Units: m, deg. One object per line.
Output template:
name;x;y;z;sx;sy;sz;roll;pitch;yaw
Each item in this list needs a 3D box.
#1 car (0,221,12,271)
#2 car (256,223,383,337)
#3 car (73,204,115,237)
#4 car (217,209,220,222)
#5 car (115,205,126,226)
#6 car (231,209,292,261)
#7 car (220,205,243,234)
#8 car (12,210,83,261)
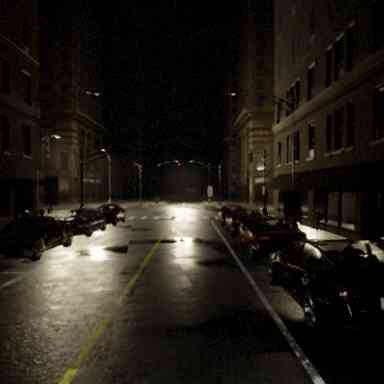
car;-5.774;1.437;6.638;1.967;1.590;4.097;-1;0;0
car;2.753;1.563;6.636;1.947;1.339;4.313;-1;0;0
car;-5.769;1.543;17.648;2.008;1.369;4.403;-1;0;0
car;2.757;1.535;23.151;1.887;1.381;4.507;-1;0;0
car;-5.768;1.535;23.154;1.887;1.381;4.507;-1;0;0
car;2.754;1.539;12.140;1.887;1.381;4.507;-1;0;0
car;2.756;1.537;17.646;1.887;1.381;4.507;-1;0;0
car;-5.771;1.560;12.143;1.947;1.339;4.313;-1;0;0
